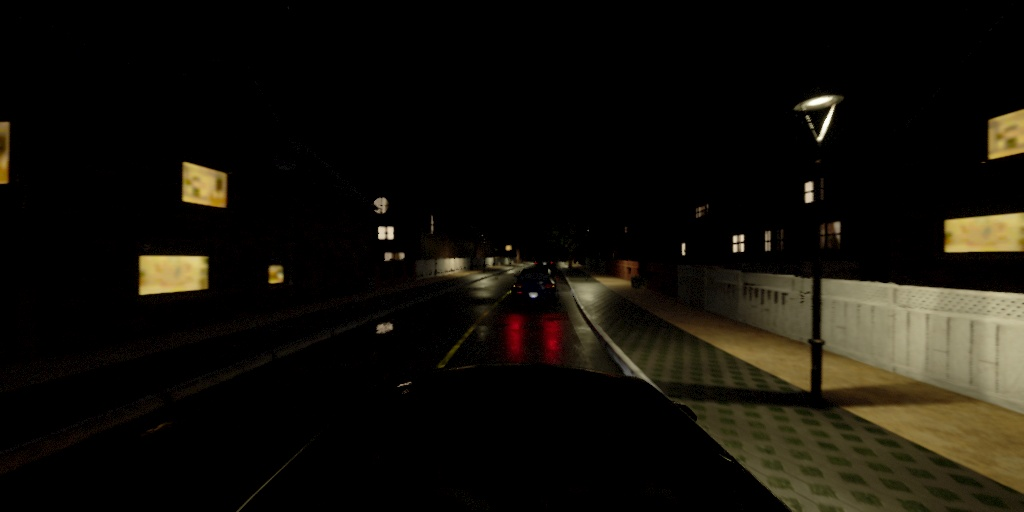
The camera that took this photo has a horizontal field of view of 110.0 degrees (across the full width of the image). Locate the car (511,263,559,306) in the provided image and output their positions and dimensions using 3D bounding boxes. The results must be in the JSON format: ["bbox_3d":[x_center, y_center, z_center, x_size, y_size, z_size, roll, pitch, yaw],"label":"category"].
[{"bbox_3d":[1.007,1.220,15.276,1.812,1.442,4.674,0,0,6],"label":"car"}]

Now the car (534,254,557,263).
[{"bbox_3d":[3.388,0.811,36.365,2.150,2.045,5.566,0,0,7],"label":"car"}]
